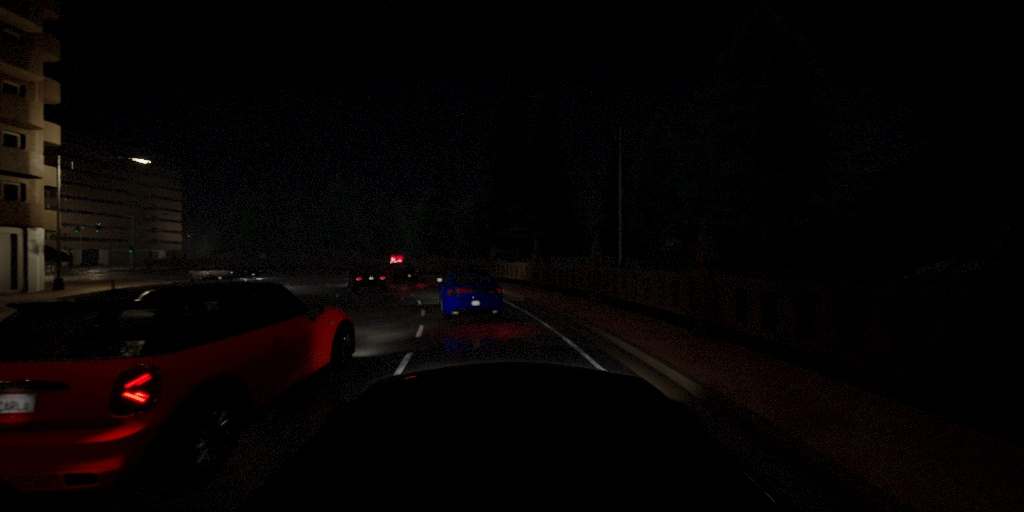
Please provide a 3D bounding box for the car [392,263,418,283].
[{"bbox_3d":[-8.786,1.245,27.912,1.812,1.442,4.674,0,0,-36],"label":"car"}]

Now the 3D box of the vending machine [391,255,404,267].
[{"bbox_3d":[-11.984,0.903,37.482,0.880,2.100,1.100,0,0,42],"label":"vending machine"}]

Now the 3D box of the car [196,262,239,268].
[{"bbox_3d":[-23.645,1.365,28.208,4.718,1.301,1.895,0,0,37],"label":"car"}]

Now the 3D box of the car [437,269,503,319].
[{"bbox_3d":[-1.612,1.208,12.832,1.882,1.535,5.008,0,0,-13],"label":"car"}]

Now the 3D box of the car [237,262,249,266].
[{"bbox_3d":[-25.709,1.306,33.726,5.357,1.411,2.033,0,0,29],"label":"car"}]

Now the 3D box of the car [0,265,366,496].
[{"bbox_3d":[-3.825,1.106,4.765,2.097,1.767,4.553,0,0,-4],"label":"car"}]

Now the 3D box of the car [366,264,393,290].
[{"bbox_3d":[-8.963,1.281,21.946,2.033,1.411,5.357,0,0,-29],"label":"car"}]
